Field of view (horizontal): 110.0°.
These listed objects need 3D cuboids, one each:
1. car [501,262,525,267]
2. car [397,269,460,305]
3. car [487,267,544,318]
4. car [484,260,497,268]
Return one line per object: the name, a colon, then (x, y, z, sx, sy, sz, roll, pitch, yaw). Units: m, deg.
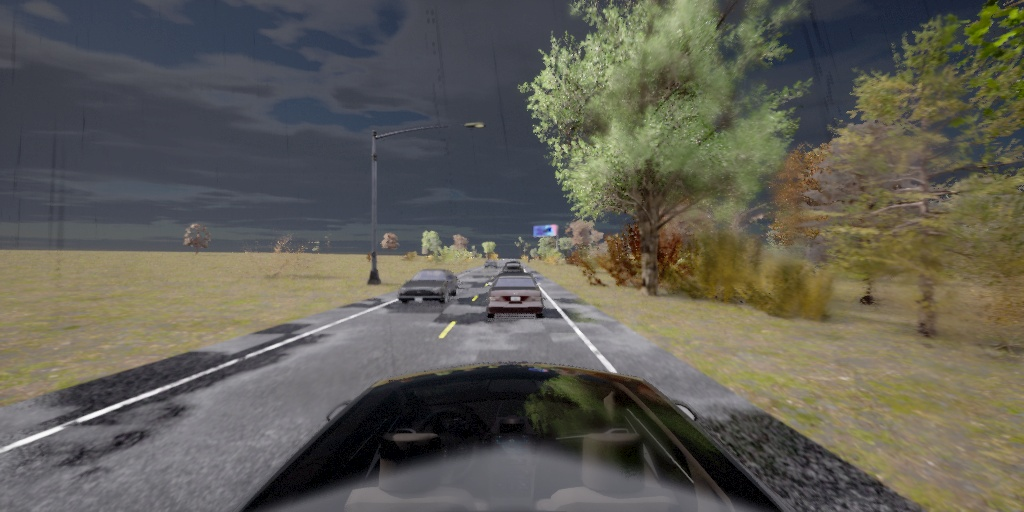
car: (0.106, 1.264, 32.205, 1.837, 1.490, 4.892, 0, 0, 0)
car: (-3.597, 1.302, 16.483, 2.033, 1.411, 5.357, 0, 0, 0)
car: (0.103, 1.300, 13.018, 2.033, 1.411, 5.357, 0, 0, 0)
car: (-3.522, 1.338, 59.588, 1.994, 1.385, 4.181, 0, 0, 1)
